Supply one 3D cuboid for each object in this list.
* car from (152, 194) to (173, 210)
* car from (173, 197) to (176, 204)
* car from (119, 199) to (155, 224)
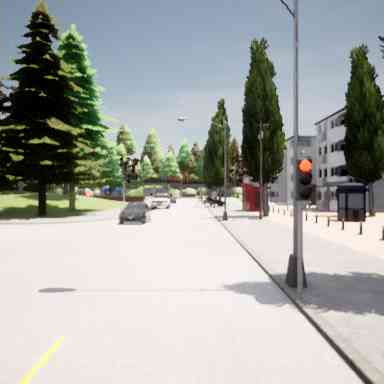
[{"bbox_3d":[-4.090,1.239,44.568,2.150,2.045,5.566,0,0,0],"label":"car"},{"bbox_3d":[-4.001,1.568,63.780,2.033,1.411,5.357,0,0,1],"label":"car"},{"bbox_3d":[-4.098,1.513,24.563,1.837,1.490,4.892,0,0,0],"label":"car"}]
